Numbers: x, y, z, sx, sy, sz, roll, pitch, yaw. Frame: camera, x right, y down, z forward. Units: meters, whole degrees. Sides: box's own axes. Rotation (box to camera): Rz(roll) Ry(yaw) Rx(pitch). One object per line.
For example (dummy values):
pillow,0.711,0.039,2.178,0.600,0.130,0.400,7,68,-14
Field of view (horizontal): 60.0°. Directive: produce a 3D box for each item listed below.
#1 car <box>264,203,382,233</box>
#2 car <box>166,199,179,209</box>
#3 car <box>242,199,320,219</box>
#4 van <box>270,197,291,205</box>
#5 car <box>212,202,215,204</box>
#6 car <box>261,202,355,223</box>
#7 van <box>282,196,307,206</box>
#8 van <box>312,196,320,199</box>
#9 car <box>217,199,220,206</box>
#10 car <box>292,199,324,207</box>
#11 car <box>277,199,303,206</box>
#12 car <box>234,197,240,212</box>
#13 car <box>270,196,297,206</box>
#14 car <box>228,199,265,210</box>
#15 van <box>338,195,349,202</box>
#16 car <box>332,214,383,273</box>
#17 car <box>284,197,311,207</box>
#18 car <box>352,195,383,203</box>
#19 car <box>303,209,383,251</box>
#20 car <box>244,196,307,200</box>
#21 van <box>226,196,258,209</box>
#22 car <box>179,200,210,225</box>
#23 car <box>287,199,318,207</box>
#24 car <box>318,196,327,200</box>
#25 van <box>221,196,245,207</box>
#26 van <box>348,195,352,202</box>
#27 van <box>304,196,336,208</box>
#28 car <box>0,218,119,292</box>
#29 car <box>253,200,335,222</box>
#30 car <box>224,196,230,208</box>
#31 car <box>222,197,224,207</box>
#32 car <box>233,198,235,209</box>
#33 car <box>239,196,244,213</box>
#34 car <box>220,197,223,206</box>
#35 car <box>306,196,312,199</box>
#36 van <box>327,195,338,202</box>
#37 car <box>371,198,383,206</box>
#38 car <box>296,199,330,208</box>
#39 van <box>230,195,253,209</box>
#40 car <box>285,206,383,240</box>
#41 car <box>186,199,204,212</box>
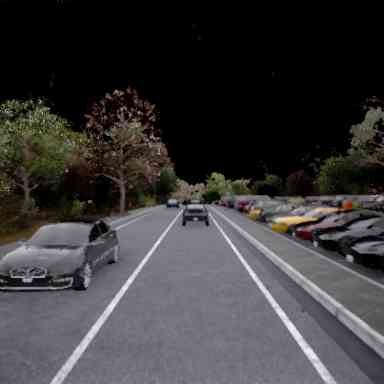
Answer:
car,6.949,1.546,18.085,5.366,1.575,1.946,0,0,1
car,-2.945,1.821,51.212,1.882,1.535,5.008,0,-1,1
car,7.028,1.581,26.412,5.366,1.575,1.946,0,0,1
van,20.914,2.161,78.897,4.442,1.987,1.878,0,-2,1
car,7.610,1.949,70.808,5.566,2.045,2.435,0,-1,1
car,7.167,1.562,20.858,4.892,1.521,2.231,0,0,1
van,20.806,1.910,67.701,4.442,1.987,1.878,0,-1,1
van,20.387,1.517,48.317,4.442,1.987,1.878,0,-1,1
car,7.538,1.975,59.700,5.008,1.535,2.097,0,-1,1
car,20.605,1.967,59.388,5.008,1.535,2.097,0,-1,1
car,20.709,2.193,70.467,4.892,1.521,2.231,0,-1,1
car,7.288,1.619,34.739,5.008,1.535,2.097,0,0,1
car,20.797,2.061,76.007,5.566,2.045,2.435,0,-2,1
car,7.429,1.724,45.816,4.792,1.488,2.163,0,-1,1
van,20.541,1.411,40.021,4.442,1.987,1.878,0,0,1
car,7.025,1.544,9.755,4.792,1.488,2.163,0,0,1
car,20.631,1.954,64.931,4.553,1.767,2.185,0,-1,1
car,20.344,1.363,34.607,5.566,2.045,2.435,0,0,1
car,7.052,1.556,12.531,4.792,1.488,2.163,0,0,1
car,7.209,1.470,29.188,4.553,1.767,2.185,0,0,1
van,7.309,1.525,48.604,4.442,1.987,1.878,0,-1,1
car,0.266,1.581,24.643,1.837,1.490,4.892,0,0,0
car,20.632,2.026,62.284,5.008,1.535,2.097,0,-1,1
car,20.482,1.687,45.542,5.008,1.535,2.097,0,-1,1
van,7.676,1.806,62.479,4.442,1.987,1.878,0,-1,1
van,20.516,1.400,37.376,4.442,1.987,1.878,0,0,1
van,20.674,1.629,53.853,4.442,1.987,1.878,0,-1,1
car,-3.297,1.527,9.115,1.837,1.490,4.892,0,0,0
car,7.181,1.573,23.635,4.892,1.521,2.231,0,0,1
car,7.401,1.402,43.068,5.566,2.045,2.435,0,0,1
car,7.455,1.847,51.373,4.674,1.452,2.002,0,-1,1
car,7.323,1.670,37.515,4.674,1.452,2.002,0,0,1
car,7.236,1.482,31.963,4.553,1.767,2.185,0,0,1
car,7.449,1.893,54.150,4.792,1.488,2.163,0,-1,1
car,20.346,1.796,51.081,5.366,1.575,1.946,0,-1,1
van,20.336,1.423,42.926,4.442,1.987,1.878,0,-1,1
car,20.339,1.602,31.712,5.008,1.535,2.097,0,0,1
car,20.577,1.912,56.619,4.892,1.521,2.231,0,-1,1
van,7.230,1.416,40.293,4.442,1.987,1.878,0,0,1
car,7.079,1.567,15.307,4.792,1.488,2.163,0,0,1
car,0.407,1.713,42.404,2.128,1.511,4.902,0,-1,0
